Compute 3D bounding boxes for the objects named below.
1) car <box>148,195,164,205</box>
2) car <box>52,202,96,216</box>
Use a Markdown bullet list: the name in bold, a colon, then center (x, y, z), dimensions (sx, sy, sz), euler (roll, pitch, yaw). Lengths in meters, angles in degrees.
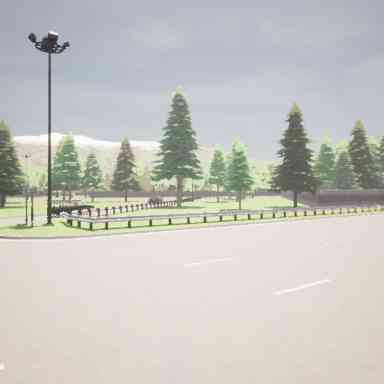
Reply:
- **car**: center (-6.518, 1.351, 60.865), dimensions (2.097, 1.767, 4.553), euler (0, 0, 5)
- **car**: center (-11.307, 1.601, 32.287), dimensions (1.895, 1.301, 4.718), euler (0, 0, 15)
